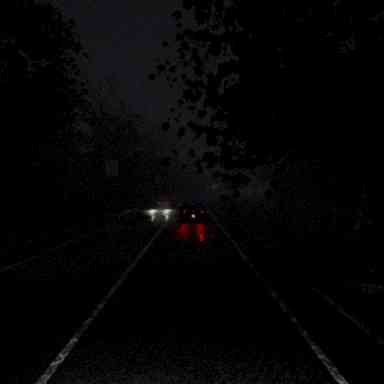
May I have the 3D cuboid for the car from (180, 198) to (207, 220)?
[{"bbox_3d":[0.096,1.390,25.613,1.895,1.301,4.718,0,0,0],"label":"car"}]

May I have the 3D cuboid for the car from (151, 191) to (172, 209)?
[{"bbox_3d":[-3.592,0.895,39.938,2.150,2.045,5.566,0,0,0],"label":"car"}]

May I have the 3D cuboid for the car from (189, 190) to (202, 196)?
[{"bbox_3d":[0.844,0.241,81.127,1.994,1.385,4.181,2,2,18],"label":"car"}]

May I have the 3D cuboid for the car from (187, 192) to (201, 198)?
[{"bbox_3d":[0.095,1.145,41.934,1.812,1.442,4.674,0,2,0],"label":"car"}]
